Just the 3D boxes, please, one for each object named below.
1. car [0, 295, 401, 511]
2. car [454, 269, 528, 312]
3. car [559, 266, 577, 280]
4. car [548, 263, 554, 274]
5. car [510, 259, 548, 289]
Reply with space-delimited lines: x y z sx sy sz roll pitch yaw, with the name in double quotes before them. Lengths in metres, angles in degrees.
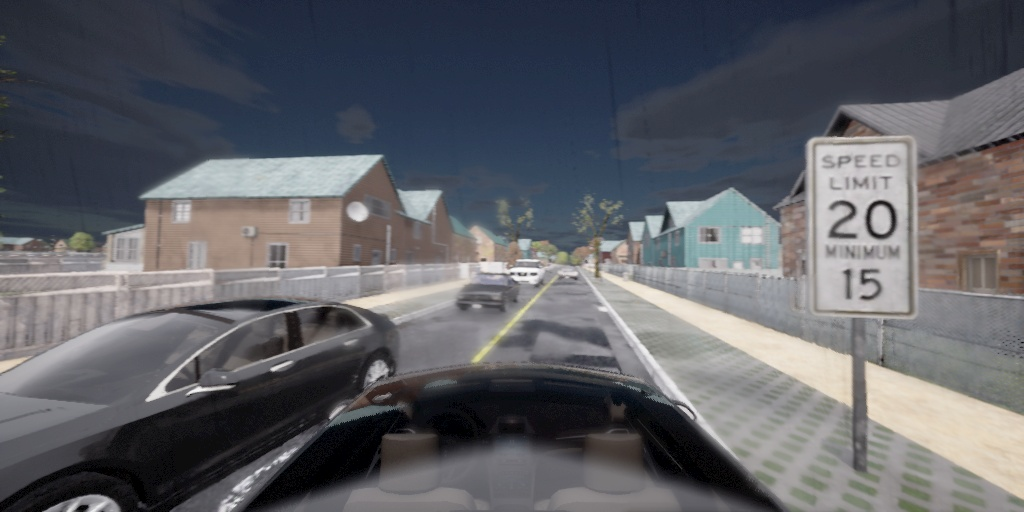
"car" -2.975 1.223 3.591 1.837 1.490 4.892 1 -1 14
"car" -0.800 1.424 15.306 2.033 1.411 5.357 1 -1 9
"car" 5.914 1.852 37.708 1.895 1.301 4.718 1 -1 10
"car" 3.937 1.487 42.854 1.895 1.301 4.718 1 -1 10
"car" 1.151 1.259 26.812 2.150 2.045 5.566 1 -1 10
